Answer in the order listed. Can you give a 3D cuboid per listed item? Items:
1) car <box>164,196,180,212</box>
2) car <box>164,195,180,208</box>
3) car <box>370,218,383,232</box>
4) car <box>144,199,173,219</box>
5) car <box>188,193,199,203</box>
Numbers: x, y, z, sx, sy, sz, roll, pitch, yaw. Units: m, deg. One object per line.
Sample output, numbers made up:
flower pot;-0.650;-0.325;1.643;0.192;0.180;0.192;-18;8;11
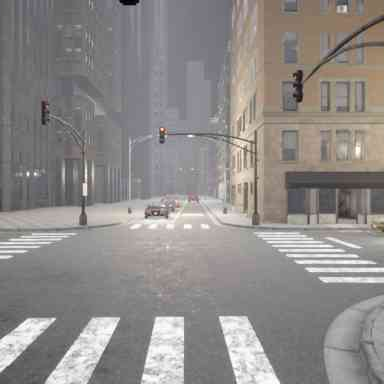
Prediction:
car;-2.962;1.506;39.322;2.128;1.511;4.902;0;0;0
car;-2.923;1.369;49.220;2.097;1.767;4.553;0;0;0
car;12.173;1.519;17.782;4.829;1.417;1.752;0;0;-1
car;-3.000;1.574;29.467;1.994;1.385;4.181;0;0;0
car;0.310;1.203;70.299;2.150;2.045;5.566;0;0;0
